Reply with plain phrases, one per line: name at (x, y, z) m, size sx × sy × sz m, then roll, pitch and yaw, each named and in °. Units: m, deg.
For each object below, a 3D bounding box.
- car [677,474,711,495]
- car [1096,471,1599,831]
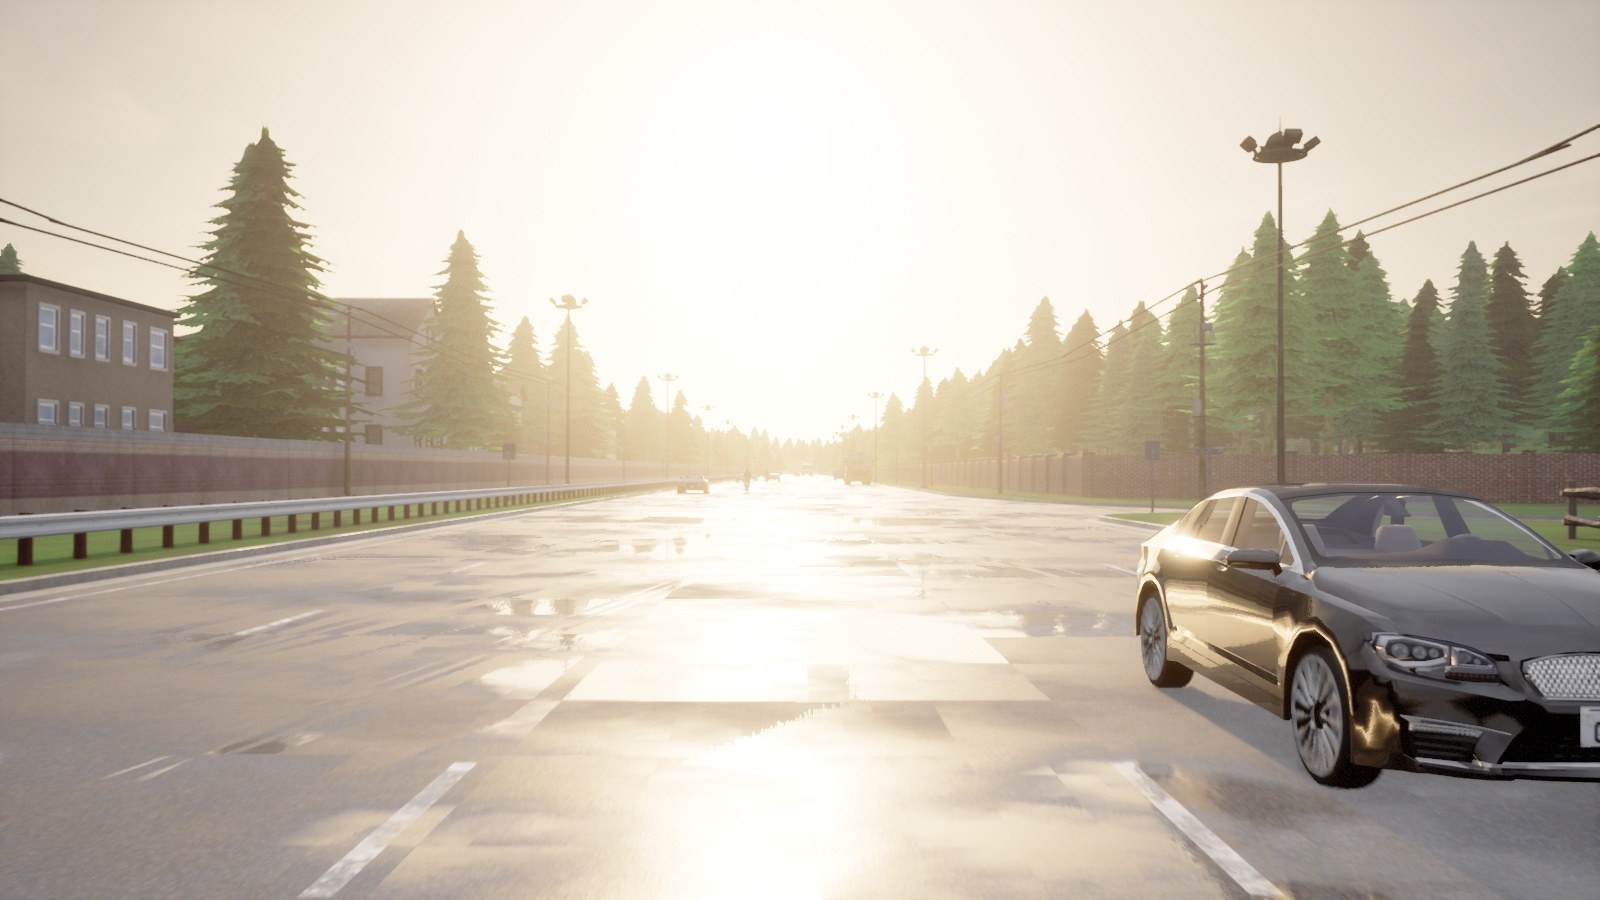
car at (-7.205, 2.340, 85.614) m, size 1.994 × 1.385 × 4.181 m, roll 0°, pitch -1°, yaw 0°
car at (3.480, 0.887, 7.759) m, size 2.128 × 1.511 × 4.902 m, roll 0°, pitch -1°, yaw 0°
